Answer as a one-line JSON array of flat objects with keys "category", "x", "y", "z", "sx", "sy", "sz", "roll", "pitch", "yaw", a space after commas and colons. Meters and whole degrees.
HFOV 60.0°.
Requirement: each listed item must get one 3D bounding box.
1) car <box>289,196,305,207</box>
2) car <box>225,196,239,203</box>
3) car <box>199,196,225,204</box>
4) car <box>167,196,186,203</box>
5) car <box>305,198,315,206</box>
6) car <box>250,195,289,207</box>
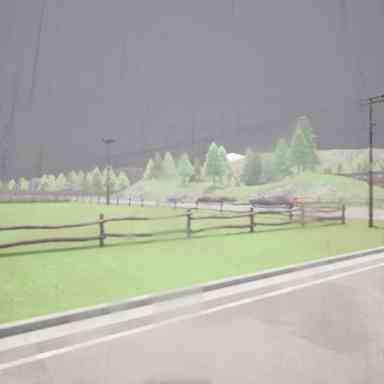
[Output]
[{"category": "car", "x": 13.368, "y": 1.269, "z": 48.111, "sx": 2.097, "sy": 1.767, "sz": 4.553, "roll": 0, "pitch": 0, "yaw": -36}, {"category": "car", "x": 6.533, "y": 1.460, "z": 63.404, "sx": 2.033, "sy": 1.411, "sz": 5.357, "roll": 0, "pitch": 0, "yaw": -36}, {"category": "car", "x": 3.337, "y": 1.399, "z": 61.820, "sx": 1.882, "sy": 1.535, "sz": 5.008, "roll": 0, "pitch": 0, "yaw": -36}, {"category": "car", "x": -3.075, "y": 1.456, "z": 64.696, "sx": 1.812, "sy": 1.442, "sz": 4.674, "roll": 0, "pitch": 0, "yaw": -36}, {"category": "car", "x": 16.149, "y": 1.386, "z": 50.243, "sx": 1.882, "sy": 1.535, "sz": 5.008, "roll": 0, "pitch": 0, "yaw": -36}, {"category": "car", "x": 10.366, "y": 1.472, "z": 46.274, "sx": 2.033, "sy": 1.411, "sz": 5.357, "roll": 0, "pitch": 0, "yaw": -36}]
